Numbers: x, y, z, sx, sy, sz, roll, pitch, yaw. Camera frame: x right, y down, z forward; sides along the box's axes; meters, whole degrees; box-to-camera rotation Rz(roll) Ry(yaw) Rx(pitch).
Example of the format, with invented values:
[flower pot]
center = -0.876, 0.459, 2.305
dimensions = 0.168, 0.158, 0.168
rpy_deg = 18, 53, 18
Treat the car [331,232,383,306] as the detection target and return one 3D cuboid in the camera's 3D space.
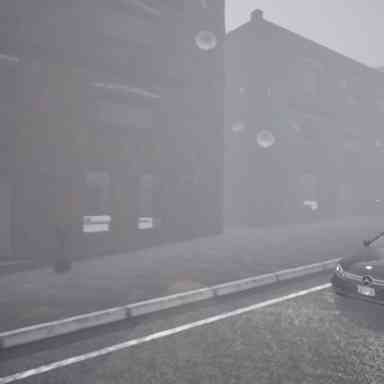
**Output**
[car]
center = 4.974, 1.471, 7.235
dimensions = 4.674, 1.442, 1.812
rpy_deg = 0, 0, -36
